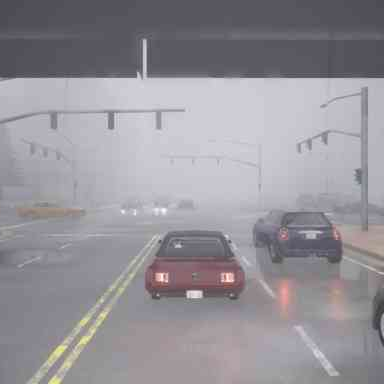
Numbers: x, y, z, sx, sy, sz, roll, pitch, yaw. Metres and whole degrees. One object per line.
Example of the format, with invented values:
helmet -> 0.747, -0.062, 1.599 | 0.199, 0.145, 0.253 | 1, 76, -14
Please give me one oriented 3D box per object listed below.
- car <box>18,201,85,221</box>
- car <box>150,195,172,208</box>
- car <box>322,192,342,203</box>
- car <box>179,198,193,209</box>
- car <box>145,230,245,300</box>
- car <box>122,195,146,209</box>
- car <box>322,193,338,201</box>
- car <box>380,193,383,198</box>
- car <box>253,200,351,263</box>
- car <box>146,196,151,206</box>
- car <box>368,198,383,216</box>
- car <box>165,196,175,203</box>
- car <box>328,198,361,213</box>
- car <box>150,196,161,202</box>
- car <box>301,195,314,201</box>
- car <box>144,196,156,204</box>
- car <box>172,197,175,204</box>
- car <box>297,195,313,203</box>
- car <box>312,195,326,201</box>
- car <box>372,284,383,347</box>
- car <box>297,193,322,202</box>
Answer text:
car -> -11.344, 1.477, 27.078 | 5.008, 1.535, 1.882 | 0, 0, -9
car -> -4.491, 1.491, 49.564 | 2.128, 1.511, 4.902 | 0, 0, 0
car -> 19.557, 1.156, 48.116 | 1.905, 1.878, 3.866 | 0, 0, 0
car -> -0.796, 1.525, 46.226 | 1.812, 1.442, 4.674 | 0, 0, 0
car -> 0.070, 1.601, 8.361 | 1.895, 1.301, 4.718 | 0, 0, 0
car -> -8.030, 1.352, 44.802 | 2.097, 1.767, 4.553 | 0, 0, 2
car -> 33.525, 1.153, 80.771 | 1.932, 1.855, 4.605 | 0, 0, 0
car -> 39.115, 1.153, 65.724 | 1.932, 1.855, 4.605 | 0, 0, 0
car -> 3.585, 1.352, 12.126 | 2.097, 1.767, 4.553 | 0, 0, 0
car -> -8.012, 1.478, 53.972 | 1.882, 1.535, 5.008 | 0, 0, 0
car -> 19.266, 1.505, 30.398 | 4.892, 1.490, 1.837 | 0, 0, 1
car -> -4.517, 1.601, 68.761 | 1.895, 1.301, 4.718 | 0, 0, 0
car -> 16.682, 1.564, 33.932 | 4.181, 1.385, 1.994 | 0, 0, 1
car -> -8.044, 1.552, 73.990 | 1.994, 1.385, 4.181 | 0, 0, 0
car -> 27.947, 1.395, 80.707 | 1.970, 1.475, 3.806 | 0, 0, 0
car -> -8.025, 1.526, 63.978 | 1.812, 1.442, 4.674 | 0, 0, 0
car -> -4.529, 1.352, 58.606 | 2.097, 1.767, 4.553 | 0, 0, 0
car -> 22.218, 1.395, 65.590 | 1.970, 1.475, 3.806 | 0, 0, 0
car -> 30.842, 1.364, 80.714 | 1.784, 1.438, 3.905 | 0, 0, 0
car -> 3.601, 1.505, 3.037 | 1.837, 1.490, 4.892 | 0, 0, 0
car -> 16.663, 1.153, 48.163 | 1.932, 1.855, 4.605 | 0, 0, 0
